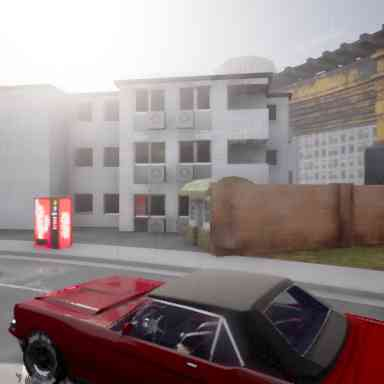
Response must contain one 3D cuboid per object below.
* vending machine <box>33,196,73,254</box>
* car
[{"bbox_3d":[-5.283,1.195,12.694,0.880,2.100,1.100,0,0,18],"label":"vending machine"},{"bbox_3d":[0.036,1.601,3.774,4.718,1.301,1.895,0,0,32],"label":"car"}]
